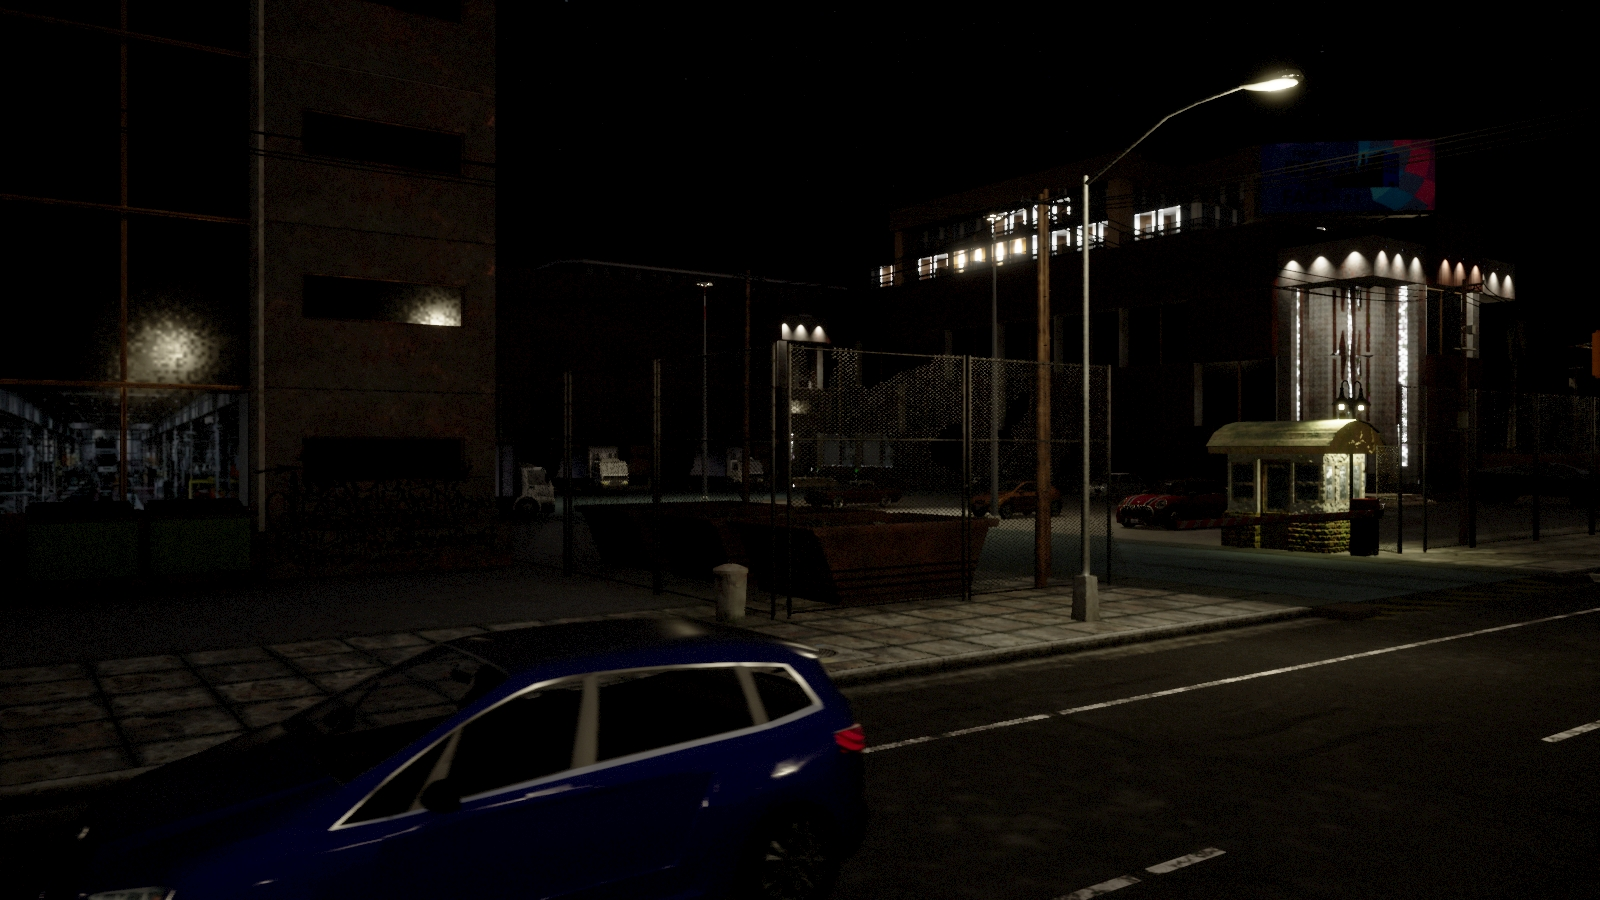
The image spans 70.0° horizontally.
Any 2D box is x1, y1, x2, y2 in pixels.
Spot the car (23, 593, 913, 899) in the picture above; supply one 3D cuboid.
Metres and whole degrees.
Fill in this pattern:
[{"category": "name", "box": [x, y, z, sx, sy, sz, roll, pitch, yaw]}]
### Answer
[{"category": "car", "box": [-1.817, 1.967, 6.807, 4.611, 1.667, 2.242, 0, 0, -35]}]
